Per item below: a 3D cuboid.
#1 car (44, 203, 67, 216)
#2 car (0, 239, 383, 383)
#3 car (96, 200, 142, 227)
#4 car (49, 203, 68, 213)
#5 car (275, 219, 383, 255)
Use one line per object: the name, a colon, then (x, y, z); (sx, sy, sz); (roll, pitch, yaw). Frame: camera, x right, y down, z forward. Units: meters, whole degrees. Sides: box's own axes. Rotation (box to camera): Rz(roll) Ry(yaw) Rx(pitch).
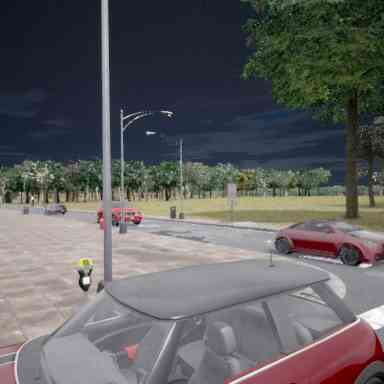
car: (-19.006, 2.515, 45.992); (1.994, 1.385, 4.181); (-1, -1, -35)
car: (-0.247, 1.440, 2.648); (4.097, 1.590, 1.967); (0, -1, -36)
car: (-6.227, 1.729, 27.916); (2.150, 2.045, 5.566); (-1, -1, -36)
car: (-22.504, 2.618, 55.800); (1.837, 1.490, 4.892); (-1, -1, -36)
car: (5.055, 1.693, 12.121); (1.994, 1.385, 4.181); (-1, -1, -36)
